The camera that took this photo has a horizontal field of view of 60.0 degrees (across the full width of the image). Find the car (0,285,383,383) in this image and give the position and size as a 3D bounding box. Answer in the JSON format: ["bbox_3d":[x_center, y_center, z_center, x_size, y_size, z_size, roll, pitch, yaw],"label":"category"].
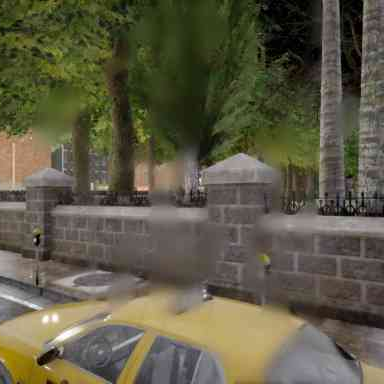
[{"bbox_3d":[-0.221,1.526,2.976,4.829,1.417,1.752,0,-1,35],"label":"car"}]
